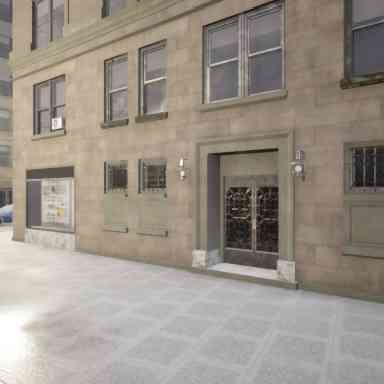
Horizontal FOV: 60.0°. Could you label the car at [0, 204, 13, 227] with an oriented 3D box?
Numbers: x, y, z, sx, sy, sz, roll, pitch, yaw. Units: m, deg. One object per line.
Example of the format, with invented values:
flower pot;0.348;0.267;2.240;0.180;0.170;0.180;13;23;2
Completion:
car;-11.905;1.512;23.049;2.033;1.411;5.357;0;0;39
